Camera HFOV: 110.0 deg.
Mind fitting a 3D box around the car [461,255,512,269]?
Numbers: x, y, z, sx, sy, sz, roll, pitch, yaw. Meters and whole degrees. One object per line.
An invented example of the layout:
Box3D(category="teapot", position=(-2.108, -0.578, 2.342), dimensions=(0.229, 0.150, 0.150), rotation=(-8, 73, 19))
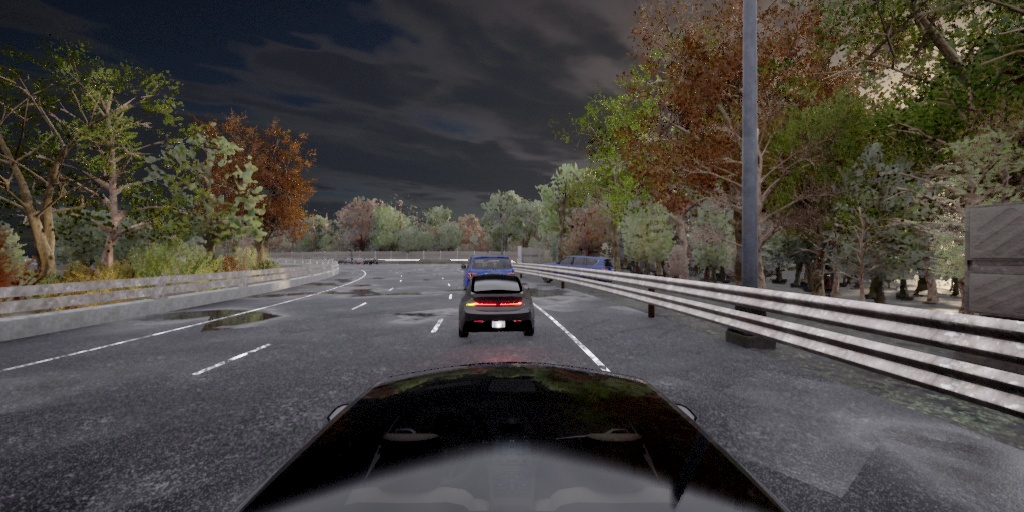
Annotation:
Box3D(category="car", position=(-1.183, 0.970, 17.061), dimensions=(2.150, 2.045, 5.566), rotation=(0, 0, -9))

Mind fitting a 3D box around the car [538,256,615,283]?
Box3D(category="car", position=(4.592, 0.992, 25.695), dimensions=(5.566, 2.045, 2.150), rotation=(5, 1, 36))

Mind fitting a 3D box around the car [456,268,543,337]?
Box3D(category="car", position=(-0.519, 1.254, 10.288), dimensions=(1.837, 1.490, 4.892), rotation=(0, 0, -5))
